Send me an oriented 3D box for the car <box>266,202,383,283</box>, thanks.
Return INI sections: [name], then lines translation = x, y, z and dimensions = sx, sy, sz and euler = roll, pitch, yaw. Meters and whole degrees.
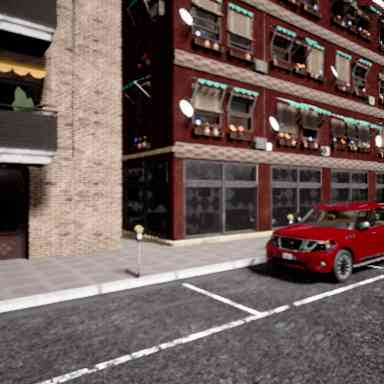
[car]
translation = 4.417, 1.260, 9.706
dimensions = 5.009, 1.841, 2.192
euler = 0, 0, -35
